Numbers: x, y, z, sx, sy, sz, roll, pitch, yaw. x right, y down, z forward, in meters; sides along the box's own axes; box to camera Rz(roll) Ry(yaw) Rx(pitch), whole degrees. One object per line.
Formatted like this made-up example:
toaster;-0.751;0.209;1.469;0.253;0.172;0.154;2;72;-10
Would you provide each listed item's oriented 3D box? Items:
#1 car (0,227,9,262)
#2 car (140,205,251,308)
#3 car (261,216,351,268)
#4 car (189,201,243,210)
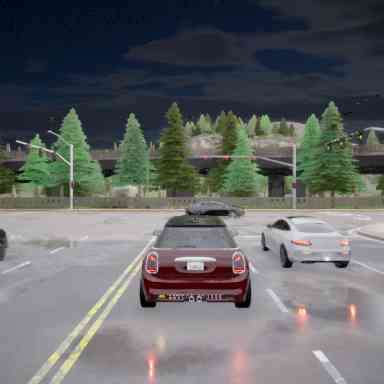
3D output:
car;-6.976;1.526;9.230;1.812;1.442;4.674;0;0;1
car;0.083;1.352;8.094;2.097;1.767;4.553;0;0;1
car;3.602;1.526;11.139;1.812;1.442;4.674;0;0;0
car;1.849;1.462;27.516;4.902;1.511;2.128;0;0;1
